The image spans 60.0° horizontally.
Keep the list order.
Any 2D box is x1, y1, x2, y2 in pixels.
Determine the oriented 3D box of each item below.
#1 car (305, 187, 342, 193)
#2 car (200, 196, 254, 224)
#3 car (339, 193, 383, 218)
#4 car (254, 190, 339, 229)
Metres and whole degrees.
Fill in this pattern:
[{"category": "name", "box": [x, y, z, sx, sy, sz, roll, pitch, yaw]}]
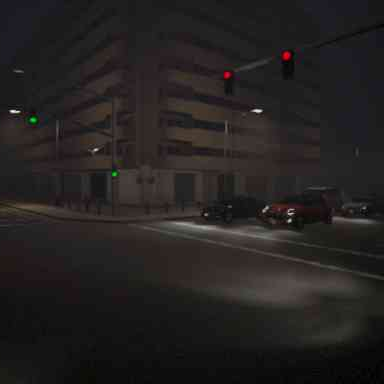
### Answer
[{"category": "car", "box": [10.141, 0.628, 26.727, 5.566, 2.045, 2.150, -1, 2, -41]}, {"category": "car", "box": [2.653, 1.016, 20.318, 4.892, 1.490, 1.837, -1, 2, -41]}, {"category": "car", "box": [12.688, 1.021, 24.304, 4.674, 1.442, 1.812, -1, 2, -40]}, {"category": "car", "box": [5.867, 0.942, 18.462, 4.553, 1.767, 2.097, -1, 2, -41]}]
